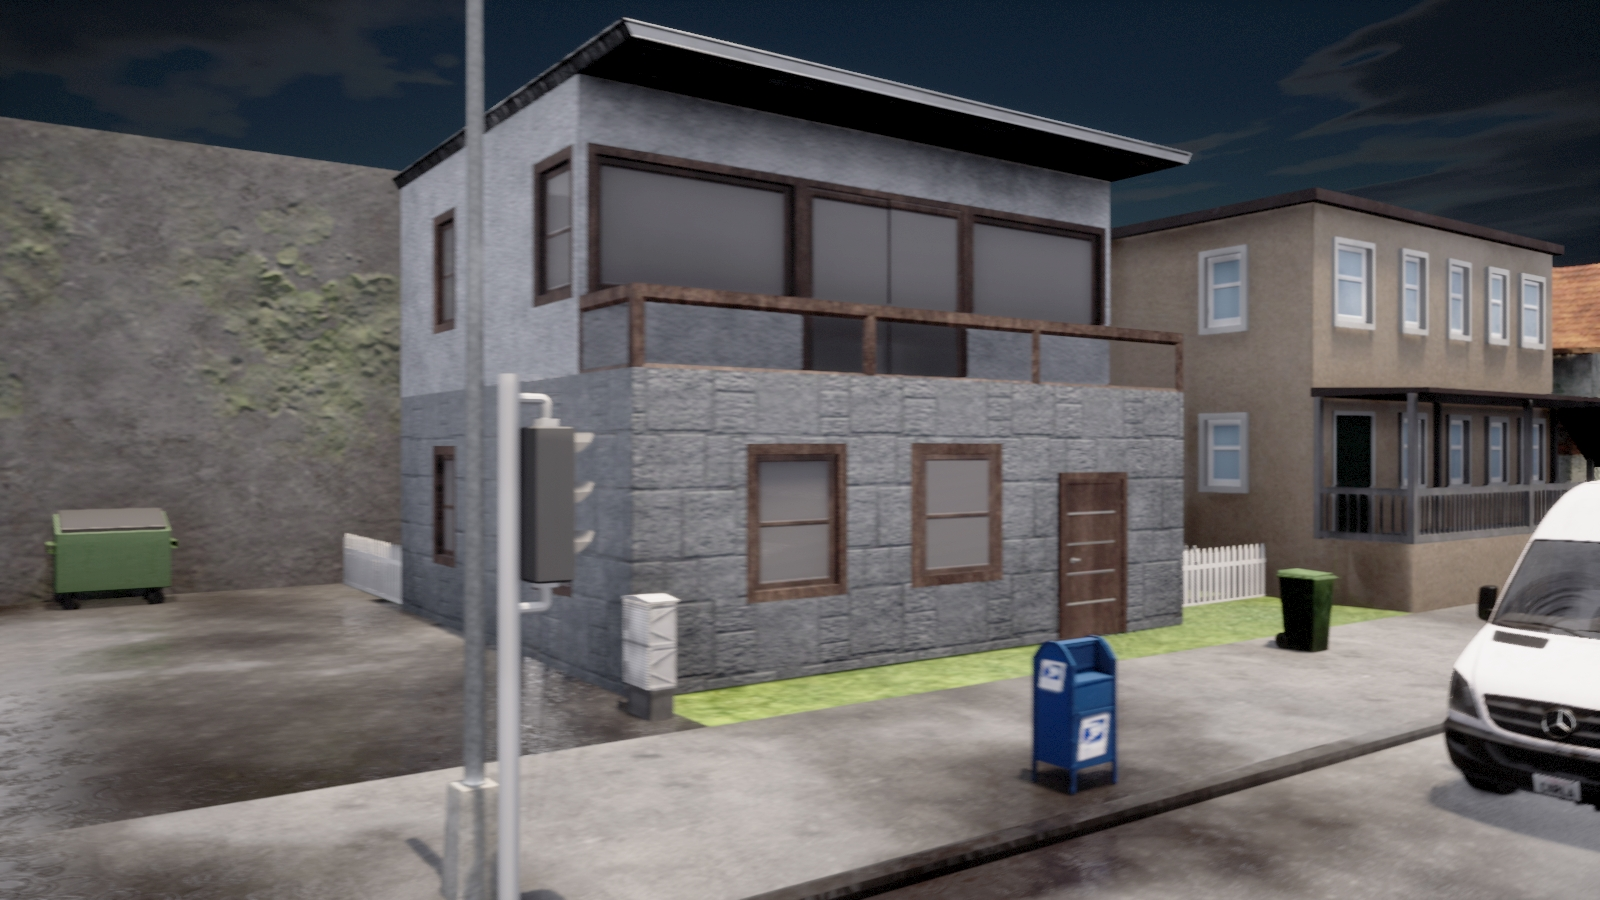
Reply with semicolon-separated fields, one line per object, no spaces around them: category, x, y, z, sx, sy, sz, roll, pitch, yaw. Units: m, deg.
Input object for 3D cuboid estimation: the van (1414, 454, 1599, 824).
van;7.809;1.314;9.855;5.915;2.561;1.988;0;0;-35
